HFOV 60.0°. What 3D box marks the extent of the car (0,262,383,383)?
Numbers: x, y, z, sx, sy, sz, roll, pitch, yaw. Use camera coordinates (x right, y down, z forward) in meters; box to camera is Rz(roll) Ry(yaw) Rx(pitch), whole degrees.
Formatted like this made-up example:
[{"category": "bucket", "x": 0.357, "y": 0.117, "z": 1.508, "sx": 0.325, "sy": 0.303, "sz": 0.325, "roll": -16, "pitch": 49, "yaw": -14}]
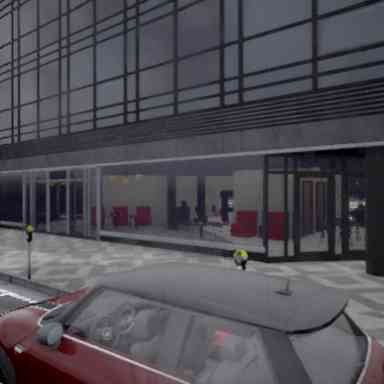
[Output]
[{"category": "car", "x": -0.356, "y": 1.439, "z": 3.221, "sx": 4.097, "sy": 1.590, "sz": 1.967, "roll": 0, "pitch": 0, "yaw": 35}]
